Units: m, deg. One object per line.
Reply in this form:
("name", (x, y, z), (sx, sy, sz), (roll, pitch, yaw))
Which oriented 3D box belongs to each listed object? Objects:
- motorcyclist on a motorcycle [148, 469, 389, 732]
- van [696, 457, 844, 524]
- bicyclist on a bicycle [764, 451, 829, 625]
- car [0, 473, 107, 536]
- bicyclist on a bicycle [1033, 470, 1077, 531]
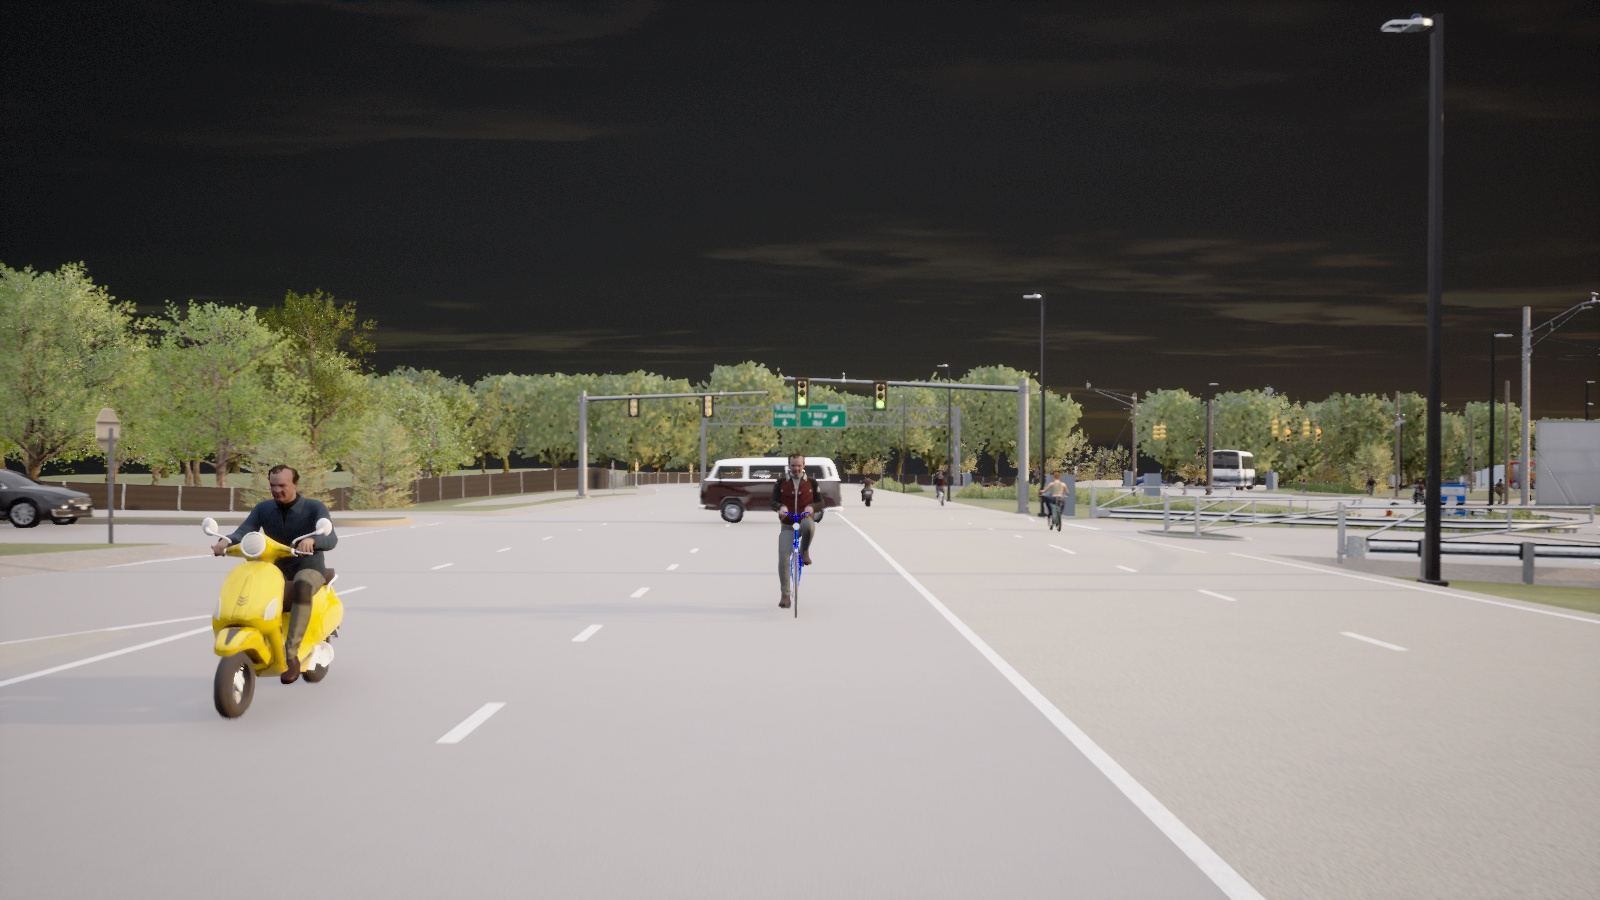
("motorcyclist on a motorcycle", (-3.521, 0.924, 8.522), (0.866, 1.590, 1.817), (0, -1, 0))
("van", (-0.943, 1.256, 39.162), (4.480, 2.038, 2.069), (0, -2, -1))
("bicyclist on a bicycle", (-0.034, 0.916, 13.794), (0.659, 1.776, 1.843), (0, -1, 0))
("car", (-20.217, 1.344, 31.298), (4.892, 1.490, 1.837), (0, -1, -1))
("bicyclist on a bicycle", (6.963, 1.365, 34.359), (0.866, 1.612, 1.509), (1, -1, -1))
